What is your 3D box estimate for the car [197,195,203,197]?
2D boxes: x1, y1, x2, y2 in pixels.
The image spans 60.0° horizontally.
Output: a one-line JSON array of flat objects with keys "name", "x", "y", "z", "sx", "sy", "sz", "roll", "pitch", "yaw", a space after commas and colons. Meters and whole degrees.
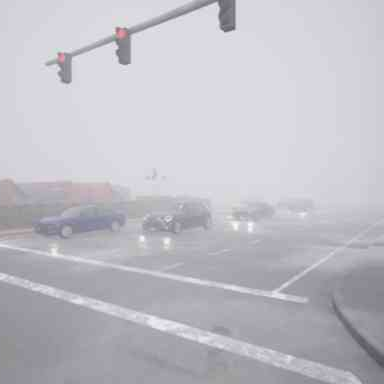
[{"name": "car", "x": -0.494, "y": 1.486, "z": 63.308, "sx": 3.905, "sy": 1.438, "sz": 1.784, "roll": 0, "pitch": 0, "yaw": 35}]

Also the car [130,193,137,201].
[{"name": "car", "x": -18.694, "y": 1.442, "z": 93.794, "sx": 4.605, "sy": 1.855, "sz": 1.932, "roll": 0, "pitch": 0, "yaw": 35}]

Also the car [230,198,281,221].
[{"name": "car", "x": 5.262, "y": 1.514, "z": 27.636, "sx": 2.033, "sy": 1.411, "sz": 5.357, "roll": 0, "pitch": 0, "yaw": 35}]

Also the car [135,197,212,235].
[{"name": "car", "x": -0.779, "y": 1.340, "z": 19.029, "sx": 2.097, "sy": 1.767, "sz": 4.553, "roll": 0, "pitch": 0, "yaw": 35}]

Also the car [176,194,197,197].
[{"name": "car", "x": -2.012, "y": 1.280, "z": 61.094, "sx": 4.605, "sy": 1.855, "sz": 1.932, "roll": 0, "pitch": 0, "yaw": 35}]

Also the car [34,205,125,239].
[{"name": "car", "x": -5.856, "y": 1.495, "z": 17.899, "sx": 1.882, "sy": 1.535, "sz": 5.008, "roll": 0, "pitch": 0, "yaw": 35}]

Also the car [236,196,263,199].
[{"name": "car", "x": 5.697, "y": 1.454, "z": 34.332, "sx": 1.882, "sy": 1.535, "sz": 5.008, "roll": 0, "pitch": 0, "yaw": 35}]

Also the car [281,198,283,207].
[{"name": "car", "x": 12.780, "y": 1.428, "z": 44.351, "sx": 1.882, "sy": 1.535, "sz": 5.008, "roll": 0, "pitch": 0, "yaw": 36}]

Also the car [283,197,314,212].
[{"name": "car", "x": 12.442, "y": 1.446, "z": 37.825, "sx": 1.837, "sy": 1.490, "sz": 4.892, "roll": 0, "pitch": 0, "yaw": 35}]

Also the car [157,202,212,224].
[{"name": "car", "x": -0.474, "y": 1.524, "z": 25.532, "sx": 1.812, "sy": 1.442, "sz": 4.674, "roll": 0, "pitch": 0, "yaw": 35}]
